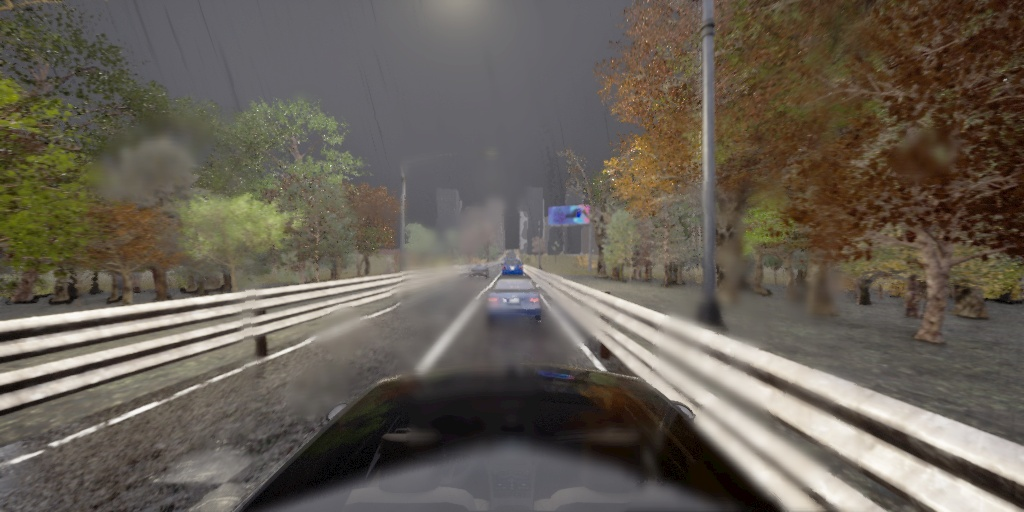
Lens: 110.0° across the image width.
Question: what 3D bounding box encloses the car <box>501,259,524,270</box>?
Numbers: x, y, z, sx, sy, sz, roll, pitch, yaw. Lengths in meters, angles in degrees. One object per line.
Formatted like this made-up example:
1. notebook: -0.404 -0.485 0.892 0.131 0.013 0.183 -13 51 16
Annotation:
1. car: 0.057 1.350 37.757 2.150 2.045 5.566 0 -1 0

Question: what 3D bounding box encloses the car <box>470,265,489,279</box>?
1. car: -3.391 1.686 38.703 2.033 1.411 5.357 0 -1 0

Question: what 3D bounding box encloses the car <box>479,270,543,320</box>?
1. car: 0.091 1.410 13.068 2.033 1.411 5.357 0 -1 0
